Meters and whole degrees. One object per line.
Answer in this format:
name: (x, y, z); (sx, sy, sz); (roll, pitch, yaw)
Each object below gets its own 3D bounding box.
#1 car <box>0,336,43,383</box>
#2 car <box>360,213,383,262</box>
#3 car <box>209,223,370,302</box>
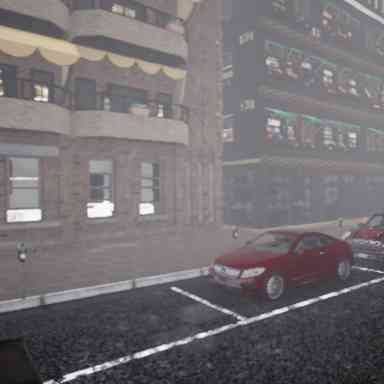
car: (-3.036, 1.600, 1.213); (4.718, 1.301, 1.895); (0, 0, -36)
car: (6.911, 1.446, 11.465); (4.097, 1.590, 1.967); (0, -1, -36)
car: (2.352, 1.585, 8.210); (4.206, 1.307, 1.802); (0, -1, -35)
